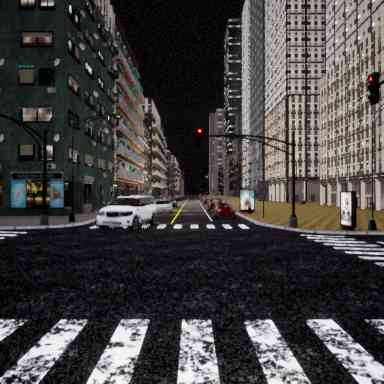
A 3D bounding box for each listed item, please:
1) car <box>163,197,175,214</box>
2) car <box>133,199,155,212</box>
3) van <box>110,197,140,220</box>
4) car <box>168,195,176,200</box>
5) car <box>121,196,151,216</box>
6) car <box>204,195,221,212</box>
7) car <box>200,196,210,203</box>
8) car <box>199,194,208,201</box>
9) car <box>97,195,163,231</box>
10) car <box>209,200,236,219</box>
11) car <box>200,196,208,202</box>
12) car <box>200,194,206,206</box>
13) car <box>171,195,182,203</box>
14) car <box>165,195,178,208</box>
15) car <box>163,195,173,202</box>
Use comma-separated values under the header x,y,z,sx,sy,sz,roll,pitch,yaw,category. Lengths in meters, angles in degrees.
x,y,z,sx,sy,sz,roll,pitch,yaw,category
-3.059,1.539,35.632,1.812,1.442,4.674,0,0,-1,car
-5.636,1.560,39.525,1.887,1.381,4.507,0,0,0,car
-5.648,1.351,28.469,1.690,1.788,3.998,0,0,0,van
-5.570,1.639,94.801,1.947,1.339,4.313,0,0,0,car
-5.641,1.327,33.997,2.192,1.841,5.009,0,0,0,car
2.745,1.455,39.514,1.967,1.590,4.097,0,0,0,car
2.784,1.590,72.679,1.887,1.381,4.507,0,0,0,car
2.799,1.373,83.735,2.192,1.841,5.009,0,0,0,car
-3.868,1.229,21.069,2.150,2.045,5.566,0,0,12,car
2.731,1.591,28.458,1.802,1.307,4.206,0,0,0,car
2.791,1.633,78.207,1.802,1.307,4.206,0,0,0,car
2.765,1.467,56.097,1.967,1.590,4.097,0,0,0,car
-2.923,1.305,64.008,1.994,1.385,4.181,0,0,0,car
-3.034,1.569,48.642,2.033,1.411,5.357,0,0,0,car
-5.589,1.491,78.218,1.967,1.590,4.097,0,0,0,car
